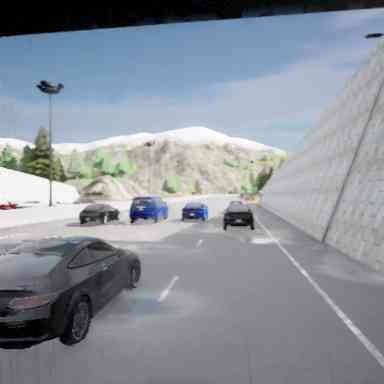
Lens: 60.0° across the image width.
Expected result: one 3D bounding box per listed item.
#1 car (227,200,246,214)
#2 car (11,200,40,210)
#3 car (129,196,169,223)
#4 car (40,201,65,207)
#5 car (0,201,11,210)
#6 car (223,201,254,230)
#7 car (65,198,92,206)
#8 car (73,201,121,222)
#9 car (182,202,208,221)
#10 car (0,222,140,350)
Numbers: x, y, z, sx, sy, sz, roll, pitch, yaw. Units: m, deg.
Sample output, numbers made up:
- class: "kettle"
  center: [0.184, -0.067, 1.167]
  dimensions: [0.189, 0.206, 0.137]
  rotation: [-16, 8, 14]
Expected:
- class: "car"
  center: [5.067, 1.703, 38.191]
  dimensions: [2.033, 1.411, 5.357]
  rotation: [0, 0, 7]
- class: "car"
  center: [-22.326, 1.889, 46.091]
  dimensions: [1.812, 1.442, 4.674]
  rotation: [0, -1, 7]
- class: "car"
  center: [-3.384, 1.375, 26.950]
  dimensions: [2.150, 2.045, 5.566]
  rotation: [0, 0, 7]
- class: "car"
  center: [-18.713, 1.945, 46.730]
  dimensions: [1.895, 1.301, 4.718]
  rotation: [0, 0, 8]
- class: "car"
  center: [-25.737, 1.990, 47.002]
  dimensions: [1.895, 1.301, 4.718]
  rotation: [0, 0, 8]
- class: "car"
  center: [3.066, 1.567, 22.073]
  dimensions: [1.882, 1.535, 5.008]
  rotation: [0, 0, 7]
- class: "car"
  center: [-15.247, 1.672, 46.260]
  dimensions: [2.097, 1.767, 4.553]
  rotation: [0, 0, 8]
- class: "car"
  center: [-7.042, 1.675, 25.874]
  dimensions: [1.837, 1.490, 4.892]
  rotation: [0, 0, 7]
- class: "car"
  center: [0.320, 1.615, 28.367]
  dimensions: [1.882, 1.535, 5.008]
  rotation: [0, 0, 7]
- class: "car"
  center: [-2.407, 1.572, 6.409]
  dimensions: [1.812, 1.442, 4.674]
  rotation: [0, 0, 7]
